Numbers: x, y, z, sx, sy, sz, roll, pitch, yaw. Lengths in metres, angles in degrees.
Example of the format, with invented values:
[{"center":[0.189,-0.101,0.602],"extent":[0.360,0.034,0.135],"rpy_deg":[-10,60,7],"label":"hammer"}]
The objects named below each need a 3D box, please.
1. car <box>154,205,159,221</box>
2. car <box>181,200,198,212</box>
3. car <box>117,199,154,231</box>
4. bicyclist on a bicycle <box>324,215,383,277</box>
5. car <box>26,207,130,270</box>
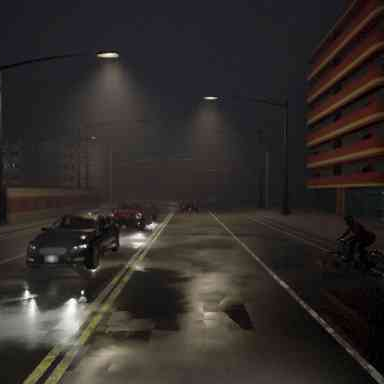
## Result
[{"center":[-3.737,1.556,26.658],"extent":[1.994,1.385,4.181],"rpy_deg":[0,0,-1],"label":"car"},{"center":[-0.264,1.582,37.777],"extent":[1.895,1.301,4.718],"rpy_deg":[0,0,0],"label":"car"},{"center":[-3.773,1.344,20.466],"extent":[2.097,1.767,4.553],"rpy_deg":[0,0,0],"label":"car"},{"center":[4.275,1.432,8.732],"extent":[1.656,1.620,0.582],"rpy_deg":[0,0,-1],"label":"bicyclist on a bicycle"},{"center":[-3.692,1.487,11.132],"extent":[2.128,1.511,4.902],"rpy_deg":[0,0,-1],"label":"car"}]
